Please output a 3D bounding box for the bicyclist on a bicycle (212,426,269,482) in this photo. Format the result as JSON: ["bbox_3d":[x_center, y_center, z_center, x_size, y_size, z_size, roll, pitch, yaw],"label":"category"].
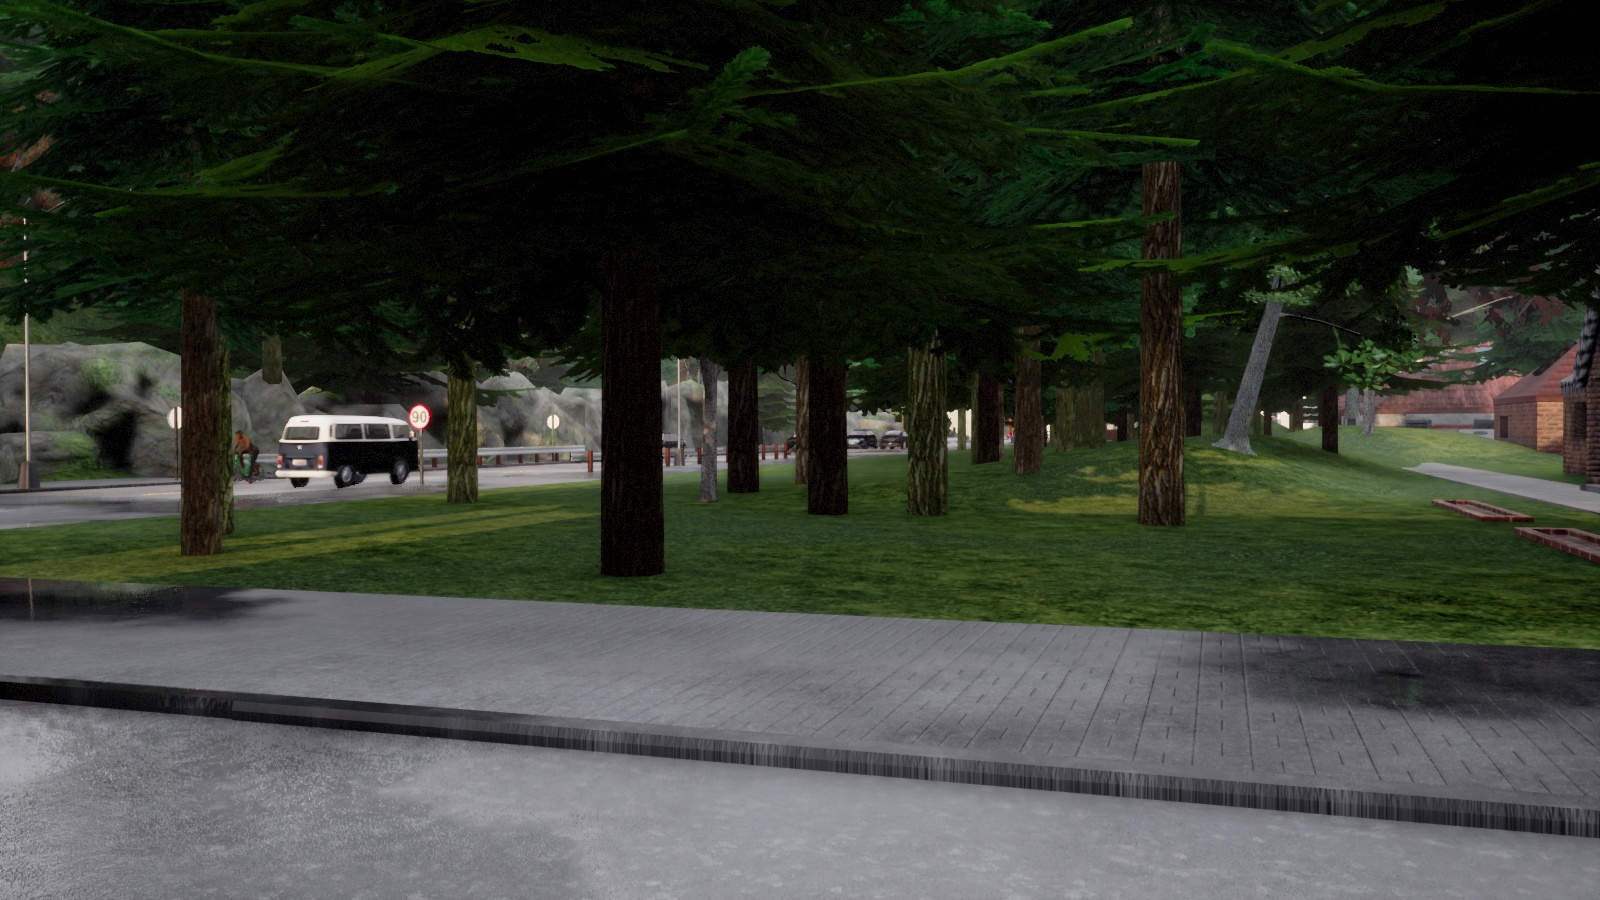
[{"bbox_3d":[-16.638,0.117,37.404,0.582,1.620,1.656,1,0,18],"label":"bicyclist on a bicycle"}]

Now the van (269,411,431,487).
[{"bbox_3d":[-12.841,-0.075,36.143,2.069,2.038,4.480,1,1,18],"label":"van"}]

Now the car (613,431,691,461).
[{"bbox_3d":[-7.570,-0.241,64.856,2.163,1.488,4.792,1,1,18],"label":"car"}]

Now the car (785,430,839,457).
[{"bbox_3d":[0.764,-0.429,77.160,1.882,1.535,5.008,1,1,18],"label":"car"}]

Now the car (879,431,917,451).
[{"bbox_3d":[7.688,-0.706,97.857,1.837,1.490,4.892,1,1,18],"label":"car"}]
